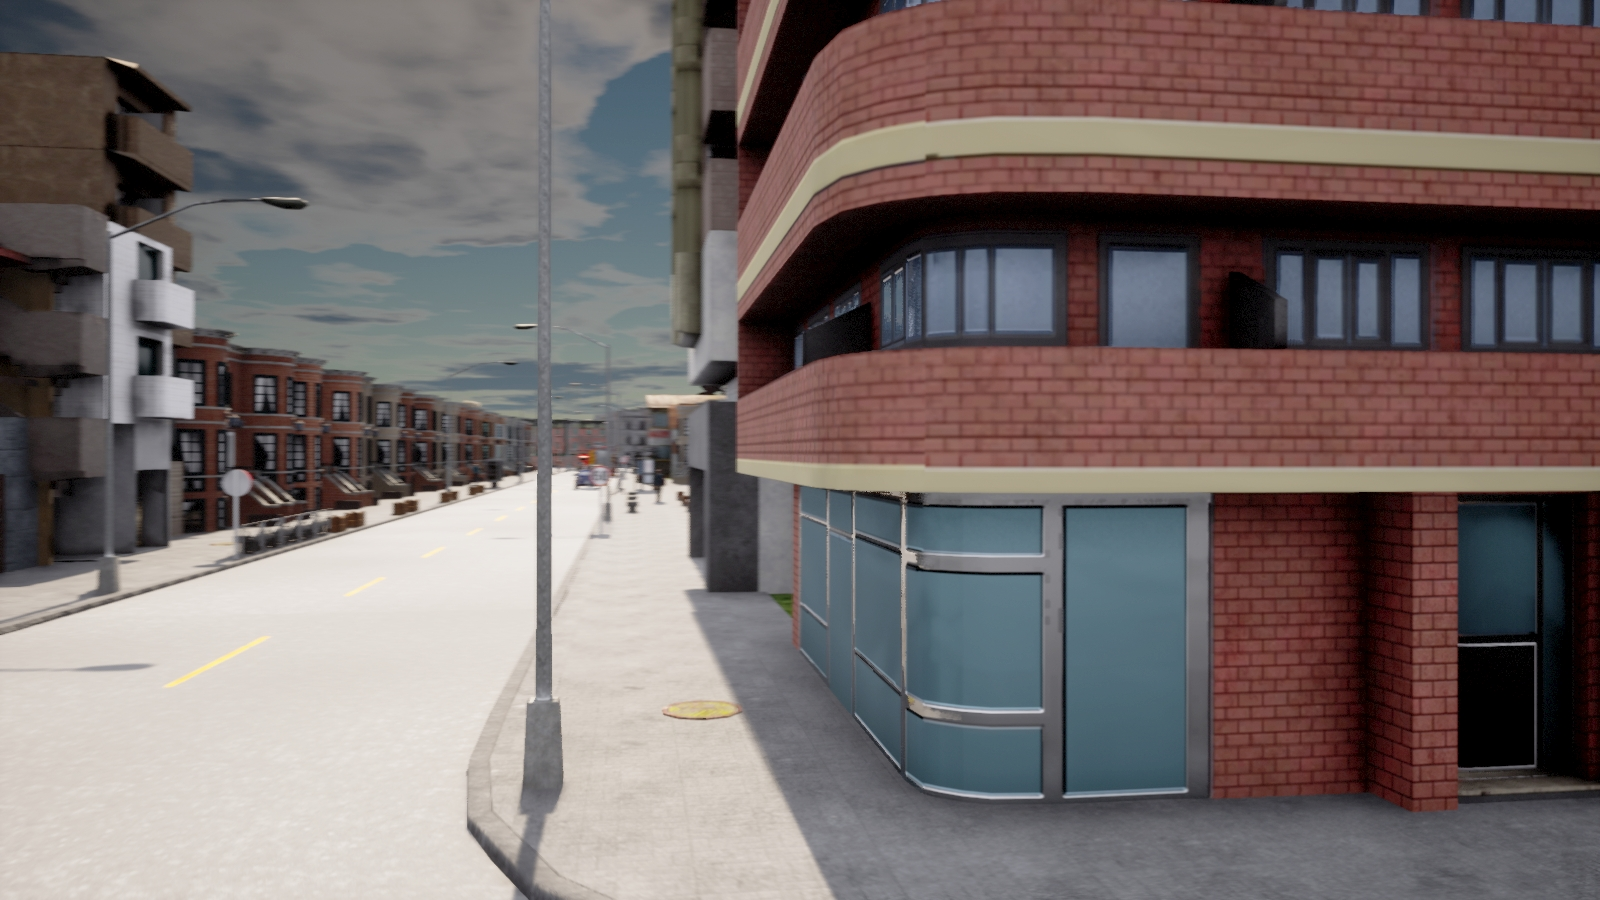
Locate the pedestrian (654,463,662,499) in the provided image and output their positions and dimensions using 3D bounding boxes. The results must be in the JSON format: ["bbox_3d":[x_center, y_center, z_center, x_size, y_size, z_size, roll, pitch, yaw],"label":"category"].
[{"bbox_3d":[-7.473,1.632,60.250,0.375,1.860,0.375,0,0,-12],"label":"pedestrian"}]
